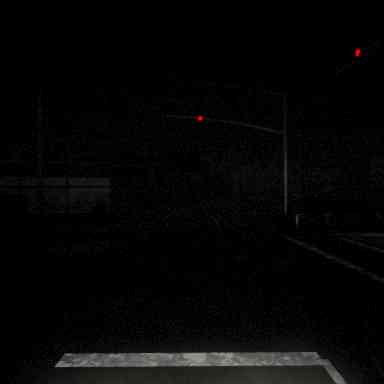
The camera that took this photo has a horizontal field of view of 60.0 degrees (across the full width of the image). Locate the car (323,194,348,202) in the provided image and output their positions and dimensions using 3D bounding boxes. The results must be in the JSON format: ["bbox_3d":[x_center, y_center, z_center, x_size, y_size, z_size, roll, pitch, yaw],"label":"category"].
[{"bbox_3d":[31.326,1.298,72.731,4.514,1.523,2.007,0,0,0],"label":"car"}]

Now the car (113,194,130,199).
[{"bbox_3d":[-19.389,1.333,91.627,4.674,1.442,1.812,0,0,0],"label":"car"}]

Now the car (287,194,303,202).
[{"bbox_3d":[21.338,1.097,65.757,4.605,1.855,1.932,0,0,0],"label":"car"}]

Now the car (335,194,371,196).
[{"bbox_3d":[20.657,1.320,43.305,3.633,1.501,1.845,0,0,0],"label":"car"}]

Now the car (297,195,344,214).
[{"bbox_3d":[13.021,1.330,31.435,5.027,1.636,2.152,0,0,0],"label":"car"}]

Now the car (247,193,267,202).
[{"bbox_3d":[13.459,1.077,69.018,3.866,1.878,1.905,0,0,0],"label":"car"}]

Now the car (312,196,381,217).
[{"bbox_3d":[13.084,1.340,28.298,4.514,1.523,2.007,0,0,0],"label":"car"}]

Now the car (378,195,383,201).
[{"bbox_3d":[38.731,1.154,62.675,5.027,1.636,2.152,0,0,0],"label":"car"}]

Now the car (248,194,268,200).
[{"bbox_3d":[18.146,1.334,91.646,4.902,1.511,2.128,0,0,0],"label":"car"}]

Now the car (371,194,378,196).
[{"bbox_3d":[38.387,1.232,69.091,3.806,1.475,1.970,0,0,0],"label":"car"}]

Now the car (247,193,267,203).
[{"bbox_3d":[12.859,1.361,65.692,3.806,1.475,1.970,0,0,0],"label":"car"}]

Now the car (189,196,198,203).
[{"bbox_3d":[0.282,1.547,69.721,2.033,1.411,5.357,0,0,0],"label":"car"}]
